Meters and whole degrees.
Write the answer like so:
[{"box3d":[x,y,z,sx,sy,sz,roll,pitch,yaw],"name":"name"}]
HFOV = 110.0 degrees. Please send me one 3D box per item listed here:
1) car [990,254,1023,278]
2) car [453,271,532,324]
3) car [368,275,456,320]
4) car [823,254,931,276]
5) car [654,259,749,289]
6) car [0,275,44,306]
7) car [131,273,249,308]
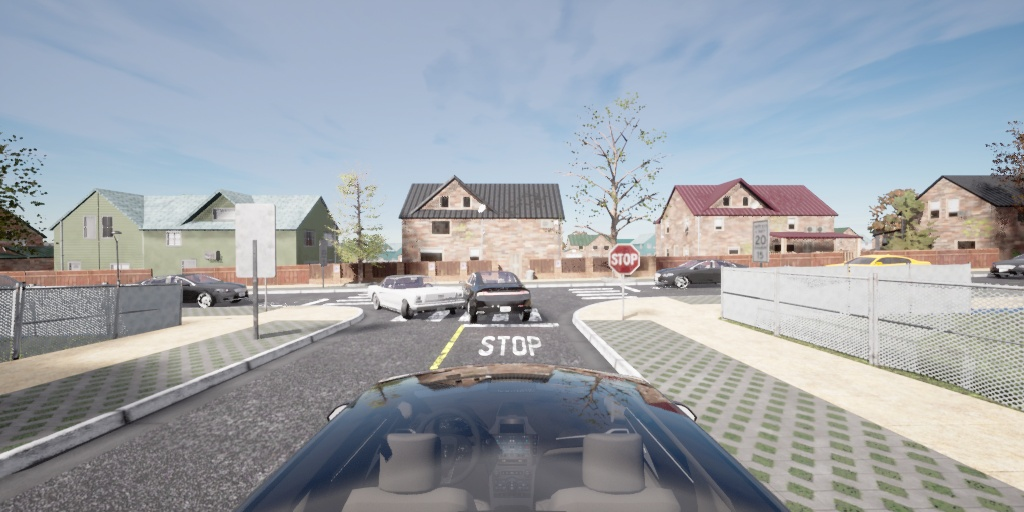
[{"box3d":[29.386,0.477,19.643,4.902,1.511,2.128,-1,1,0],"name":"car"},{"box3d":[-0.685,1.242,12.162,2.128,1.511,4.902,0,0,-12],"name":"car"},{"box3d":[-3.602,1.367,13.022,1.895,1.301,4.718,0,0,-38],"name":"car"},{"box3d":[19.761,0.689,19.606,5.008,1.535,1.882,-1,1,-1],"name":"car"},{"box3d":[10.331,0.925,19.570,4.902,1.511,2.128,-1,1,0],"name":"car"},{"box3d":[-24.239,1.647,16.477,4.553,1.767,2.097,-1,1,0],"name":"car"},{"box3d":[-14.902,1.566,16.518,4.902,1.511,2.128,-1,1,0],"name":"car"}]
